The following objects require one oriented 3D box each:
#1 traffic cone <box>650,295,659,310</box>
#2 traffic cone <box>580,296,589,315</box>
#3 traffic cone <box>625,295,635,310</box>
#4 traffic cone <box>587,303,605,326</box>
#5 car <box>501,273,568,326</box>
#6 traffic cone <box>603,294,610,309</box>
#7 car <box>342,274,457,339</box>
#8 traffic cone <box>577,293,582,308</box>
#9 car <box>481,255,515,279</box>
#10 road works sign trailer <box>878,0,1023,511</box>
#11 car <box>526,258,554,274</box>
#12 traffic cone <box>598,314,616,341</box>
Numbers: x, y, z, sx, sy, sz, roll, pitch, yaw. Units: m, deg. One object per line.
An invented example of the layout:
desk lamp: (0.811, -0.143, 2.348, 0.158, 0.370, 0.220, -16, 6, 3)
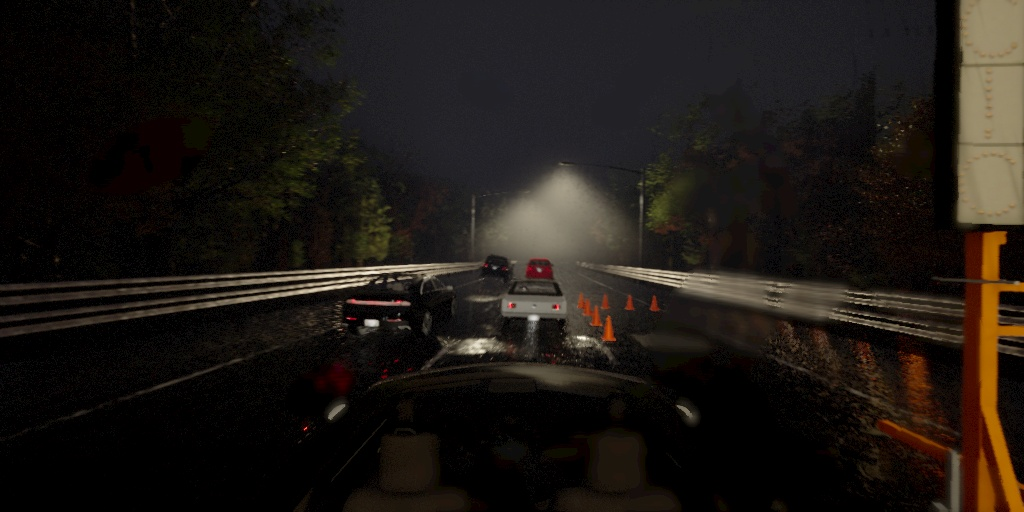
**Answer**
traffic cone: (5.892, 1.931, 14.838, 0.340, 0.580, 0.340, 0, 0, 4)
traffic cone: (2.748, 1.847, 13.075, 0.340, 0.580, 0.340, 0, 0, 4)
traffic cone: (4.895, 1.909, 14.915, 0.340, 0.580, 0.340, 0, 0, 4)
traffic cone: (2.594, 1.830, 11.081, 0.340, 0.580, 0.340, 0, 0, 4)
car: (0.786, 1.441, 12.123, 1.895, 1.301, 4.718, 1, 0, 5)
traffic cone: (3.898, 1.886, 14.992, 0.340, 0.580, 0.340, 0, 0, 4)
car: (-2.847, 1.246, 10.136, 2.128, 1.511, 4.902, 2, 0, 4)
traffic cone: (2.902, 1.864, 15.069, 0.340, 0.580, 0.340, 0, 0, 4)
car: (-1.113, 1.012, 30.307, 2.150, 2.045, 5.566, 11, 1, 5)
road works sign trailer: (3.393, 0.294, 1.987, 2.380, 3.560, 2.880, 0, 0, 5)
car: (2.341, 1.217, 30.298, 2.150, 2.045, 5.566, 1, 0, 5)
traffic cone: (2.441, 1.813, 9.087, 0.340, 0.580, 0.340, 0, 0, 4)
